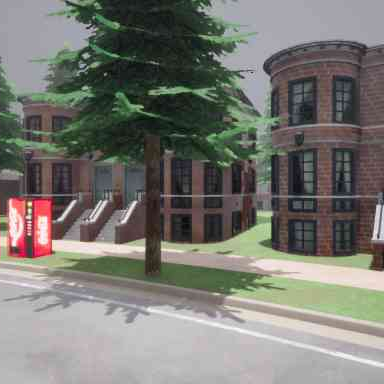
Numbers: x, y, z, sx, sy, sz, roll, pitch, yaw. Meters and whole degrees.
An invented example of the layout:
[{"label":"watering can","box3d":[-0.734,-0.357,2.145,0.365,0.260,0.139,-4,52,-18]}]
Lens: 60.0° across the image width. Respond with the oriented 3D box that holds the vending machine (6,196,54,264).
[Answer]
[{"label":"vending machine","box3d":[-5.337,1.195,10.994,0.880,2.100,1.100,0,0,23]}]
